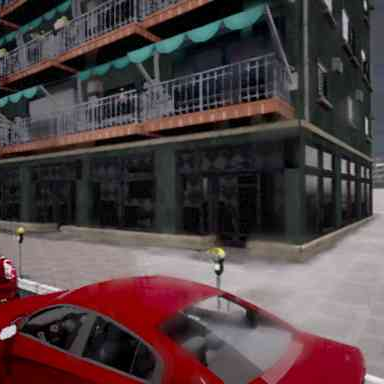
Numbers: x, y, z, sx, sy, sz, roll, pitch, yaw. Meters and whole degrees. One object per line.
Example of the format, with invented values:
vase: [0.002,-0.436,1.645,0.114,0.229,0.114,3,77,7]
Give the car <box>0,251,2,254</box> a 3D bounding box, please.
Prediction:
car: [-5.290,1.496,6.641,4.097,1.590,1.967,0,0,35]

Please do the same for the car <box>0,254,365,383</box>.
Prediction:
car: [-0.698,1.562,3.372,4.507,1.381,1.887,0,0,35]
